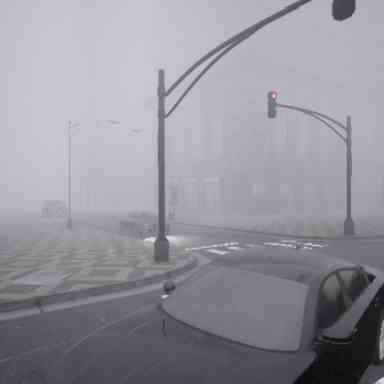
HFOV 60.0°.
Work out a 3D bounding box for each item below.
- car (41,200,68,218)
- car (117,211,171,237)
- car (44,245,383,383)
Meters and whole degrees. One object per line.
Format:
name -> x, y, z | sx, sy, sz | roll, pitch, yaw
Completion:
car -> -16.005, 1.919, 38.687 | 2.150, 2.045, 5.566 | 0, -1, -35
car -> -3.014, 1.870, 20.332 | 1.994, 1.385, 4.181 | 0, -1, -35
car -> 0.872, 1.478, 3.828 | 1.882, 1.535, 5.008 | 3, 2, 40
